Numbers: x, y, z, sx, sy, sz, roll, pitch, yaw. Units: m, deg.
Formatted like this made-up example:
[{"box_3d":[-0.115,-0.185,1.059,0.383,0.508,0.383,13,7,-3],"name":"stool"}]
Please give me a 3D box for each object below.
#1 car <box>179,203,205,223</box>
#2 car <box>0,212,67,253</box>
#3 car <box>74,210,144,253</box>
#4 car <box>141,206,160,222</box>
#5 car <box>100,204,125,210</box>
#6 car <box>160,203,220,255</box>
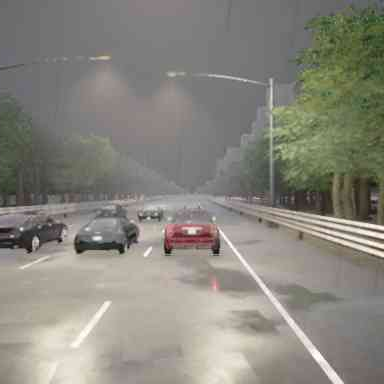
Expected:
[{"box_3d":[0.006,1.750,29.305,2.128,1.511,4.902,0,0,0],"name":"car"},{"box_3d":[-6.994,1.638,14.317,1.837,1.490,4.892,0,0,0],"name":"car"},{"box_3d":[-3.493,1.694,14.272,1.994,1.385,4.181,0,0,0],"name":"car"},{"box_3d":[-3.496,1.857,29.111,1.895,1.301,4.718,0,0,0],"name":"car"},{"box_3d":[-6.993,1.784,29.389,1.812,1.442,4.674,0,0,0],"name":"car"},{"box_3d":[0.003,1.479,14.079,2.097,1.767,4.553,0,-1,0],"name":"car"}]
